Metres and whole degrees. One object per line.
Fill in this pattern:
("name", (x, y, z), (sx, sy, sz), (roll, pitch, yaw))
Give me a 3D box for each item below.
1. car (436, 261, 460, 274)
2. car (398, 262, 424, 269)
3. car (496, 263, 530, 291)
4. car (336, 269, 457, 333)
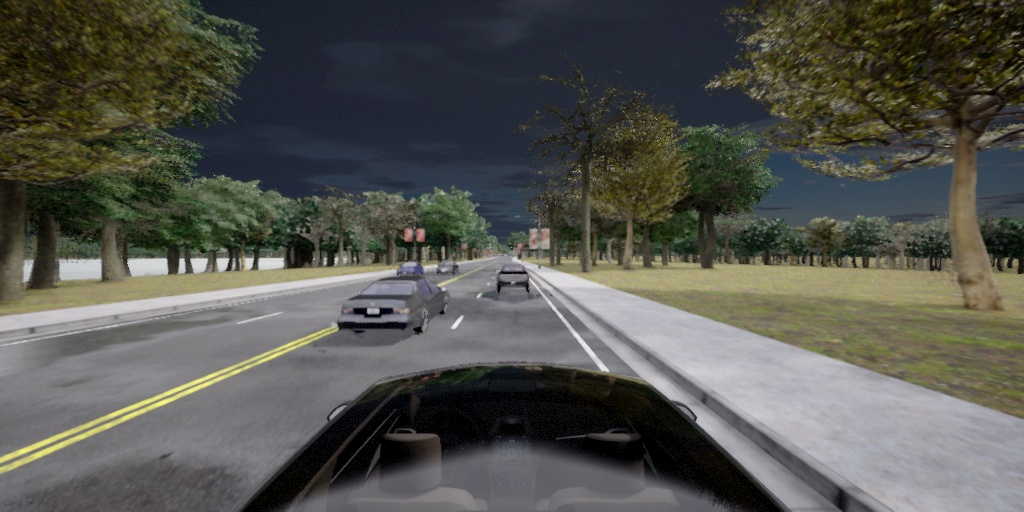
("car", (-6.691, 1.254, 37.661), (2.128, 1.511, 4.902), (0, 0, 0))
("car", (-9.936, 1.285, 35.415), (1.812, 1.442, 4.674), (0, 0, 0))
("car", (0.061, 1.244, 21.649), (2.128, 1.511, 4.902), (0, 0, 0))
("car", (-3.157, 1.298, 10.649), (2.033, 1.411, 5.357), (0, 0, 0))
